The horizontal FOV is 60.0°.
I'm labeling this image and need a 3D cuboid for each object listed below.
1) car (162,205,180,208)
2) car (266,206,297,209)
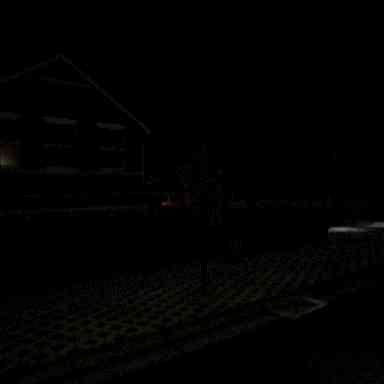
[{"bbox_3d":[-2.121,2.052,33.221,5.008,1.535,1.882,-1,0,43],"label":"car"},{"bbox_3d":[6.913,1.763,23.990,1.837,1.490,4.892,-1,0,-43],"label":"car"}]
